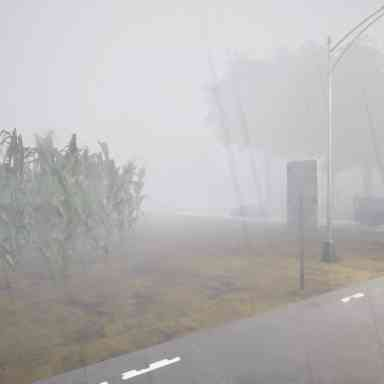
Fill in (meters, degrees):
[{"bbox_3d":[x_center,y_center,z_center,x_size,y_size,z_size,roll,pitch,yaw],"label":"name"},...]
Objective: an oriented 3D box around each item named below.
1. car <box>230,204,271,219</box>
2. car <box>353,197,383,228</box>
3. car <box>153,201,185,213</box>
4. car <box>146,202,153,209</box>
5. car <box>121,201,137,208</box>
[{"bbox_3d":[5.552,1.840,32.181,1.994,1.385,4.181,-1,0,-35],"label":"car"},{"bbox_3d":[13.546,1.348,21.652,2.150,2.045,5.566,-1,0,-42],"label":"car"},{"bbox_3d":[-2.811,2.042,44.062,1.895,1.301,4.718,-1,0,-35],"label":"car"},{"bbox_3d":[-5.502,2.112,52.860,1.895,1.301,4.718,-1,0,-35],"label":"car"},{"bbox_3d":[-11.468,2.164,61.267,1.812,1.442,4.674,-1,0,-35],"label":"car"}]
